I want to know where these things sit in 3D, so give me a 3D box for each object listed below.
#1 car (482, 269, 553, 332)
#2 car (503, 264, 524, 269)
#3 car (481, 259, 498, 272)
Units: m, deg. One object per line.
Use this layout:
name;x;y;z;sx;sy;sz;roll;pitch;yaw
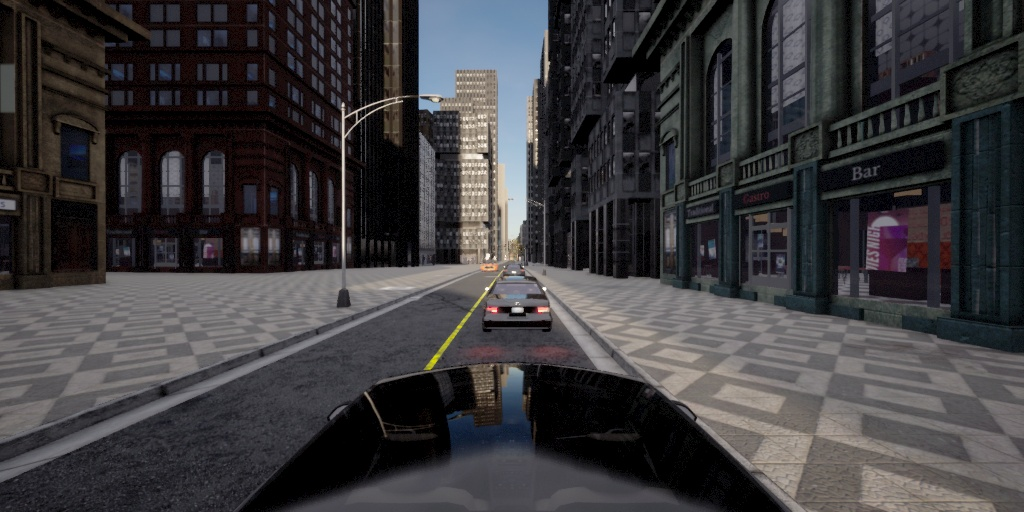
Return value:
car;0.124;1.303;10.838;2.033;1.411;5.357;0;0;0
car;0.178;1.366;32.484;1.994;1.385;4.181;0;0;0
car;-2.962;1.257;48.055;2.097;1.767;4.553;0;0;0
